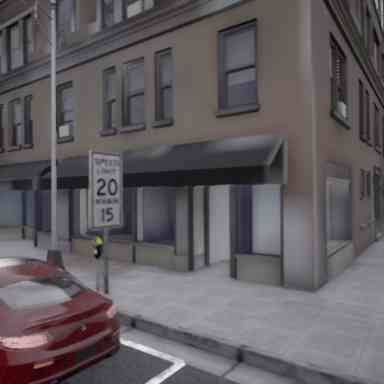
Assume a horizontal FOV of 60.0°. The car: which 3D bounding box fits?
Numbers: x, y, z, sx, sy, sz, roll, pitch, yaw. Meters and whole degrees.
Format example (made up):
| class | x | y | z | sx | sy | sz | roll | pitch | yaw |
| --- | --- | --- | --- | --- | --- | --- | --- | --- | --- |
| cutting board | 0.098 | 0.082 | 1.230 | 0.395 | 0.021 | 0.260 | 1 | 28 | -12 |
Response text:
| class | x | y | z | sx | sy | sz | roll | pitch | yaw |
| --- | --- | --- | --- | --- | --- | --- | --- | --- | --- |
| car | -2.841 | 1.629 | 4.836 | 4.206 | 1.307 | 1.802 | -1 | 0 | 35 |
